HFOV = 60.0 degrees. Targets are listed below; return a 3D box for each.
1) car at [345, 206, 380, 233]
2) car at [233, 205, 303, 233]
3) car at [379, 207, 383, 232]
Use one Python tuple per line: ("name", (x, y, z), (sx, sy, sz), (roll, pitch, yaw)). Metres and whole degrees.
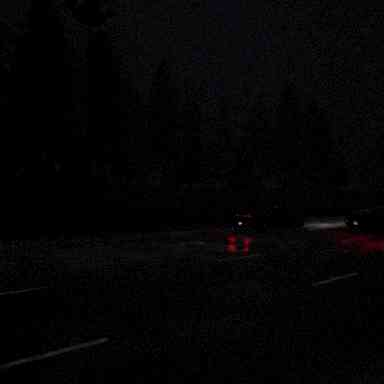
("car", (11.213, 1.591, 20.334), (4.674, 1.442, 1.812), (0, 0, -35))
("car", (4.669, 1.541, 19.970), (4.902, 1.511, 2.128), (0, 0, -35))
("car", (11.446, 1.536, 16.205), (5.008, 1.535, 1.882), (0, 0, -35))
